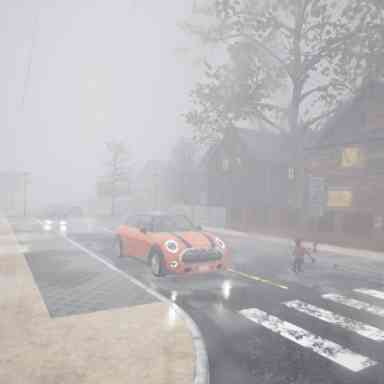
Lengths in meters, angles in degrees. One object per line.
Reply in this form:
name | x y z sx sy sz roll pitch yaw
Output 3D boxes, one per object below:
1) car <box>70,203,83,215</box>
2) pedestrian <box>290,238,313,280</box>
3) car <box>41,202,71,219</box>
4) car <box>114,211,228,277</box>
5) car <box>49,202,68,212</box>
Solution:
car | -14.235 1.973 39.369 1.812 1.442 4.674 2 -2 -30
pedestrian | 2.915 1.438 8.993 0.375 1.860 0.375 1 -1 -30
car | -13.452 1.904 32.310 1.895 1.301 4.718 2 -1 -30
car | -0.848 1.453 10.712 2.097 1.767 4.553 2 -2 -32
car | -19.258 2.145 47.859 1.895 1.301 4.718 2 -2 -30
